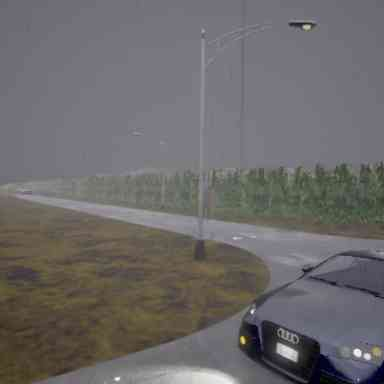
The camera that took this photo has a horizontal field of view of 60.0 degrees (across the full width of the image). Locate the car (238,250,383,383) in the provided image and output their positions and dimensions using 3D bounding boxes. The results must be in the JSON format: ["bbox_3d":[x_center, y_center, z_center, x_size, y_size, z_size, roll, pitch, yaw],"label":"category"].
[{"bbox_3d":[2.679,1.613,4.854,4.181,1.385,1.994,1,0,-35],"label":"car"}]

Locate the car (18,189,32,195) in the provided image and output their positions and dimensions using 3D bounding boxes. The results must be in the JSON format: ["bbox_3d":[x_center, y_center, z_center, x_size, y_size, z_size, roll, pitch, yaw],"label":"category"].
[{"bbox_3d":[-40.337,0.002,81.068,1.882,1.535,5.008,1,0,-35],"label":"car"}]
